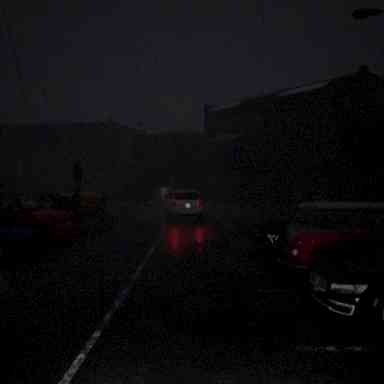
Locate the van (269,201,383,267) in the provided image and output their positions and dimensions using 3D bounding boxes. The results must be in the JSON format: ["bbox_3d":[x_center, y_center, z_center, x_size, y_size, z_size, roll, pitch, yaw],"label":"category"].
[{"bbox_3d":[4.532,1.237,8.776,4.442,1.987,1.878,0,1,0],"label":"van"}]

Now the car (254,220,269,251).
[{"bbox_3d":[4.642,1.433,11.585,4.892,1.521,2.231,0,1,0],"label":"car"}]

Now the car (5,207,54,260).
[{"bbox_3d":[-7.687,1.438,11.171,5.008,1.535,2.097,0,1,0],"label":"car"}]

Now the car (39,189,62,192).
[{"bbox_3d":[-15.263,0.424,36.498,5.008,1.535,1.882,-1,3,20],"label":"car"}]

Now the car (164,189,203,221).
[{"bbox_3d":[-0.691,0.798,23.684,2.150,2.045,5.566,0,3,-9],"label":"car"}]

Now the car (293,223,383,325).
[{"bbox_3d":[4.655,1.473,5.983,4.892,1.521,2.231,0,0,0],"label":"car"}]

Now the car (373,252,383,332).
[{"bbox_3d":[4.651,1.516,3.193,4.674,1.452,2.002,0,0,0],"label":"car"}]

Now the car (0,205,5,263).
[{"bbox_3d":[-7.650,1.339,8.341,4.553,1.767,2.185,0,0,0],"label":"car"}]

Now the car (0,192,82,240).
[{"bbox_3d":[-7.653,1.136,14.112,5.566,2.045,2.435,0,1,0],"label":"car"}]

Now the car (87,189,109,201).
[{"bbox_3d":[-11.504,0.327,38.191,4.181,1.385,1.994,1,4,32],"label":"car"}]
